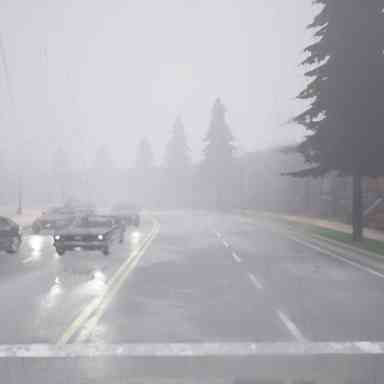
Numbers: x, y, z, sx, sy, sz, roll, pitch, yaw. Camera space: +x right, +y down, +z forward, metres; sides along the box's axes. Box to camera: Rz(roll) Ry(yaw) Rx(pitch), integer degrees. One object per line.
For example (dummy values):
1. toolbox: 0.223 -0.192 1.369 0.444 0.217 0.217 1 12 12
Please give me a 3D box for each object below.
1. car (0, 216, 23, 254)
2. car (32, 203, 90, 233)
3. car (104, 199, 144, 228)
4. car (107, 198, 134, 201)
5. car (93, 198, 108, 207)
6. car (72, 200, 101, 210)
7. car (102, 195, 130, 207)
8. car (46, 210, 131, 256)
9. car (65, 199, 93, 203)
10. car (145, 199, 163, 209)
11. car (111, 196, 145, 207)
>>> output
1. car: -7.351 1.524 10.827 1.837 1.490 4.892 0 0 -1
2. car: -7.738 1.589 19.657 1.994 1.385 4.181 0 0 -3
3. car: -4.476 1.499 22.586 1.882 1.535 5.008 0 0 -7
4. car: -6.748 1.579 32.724 2.033 1.411 5.357 0 0 -20
5. car: -15.305 1.659 52.370 4.718 1.301 1.895 0 0 42
6. car: -9.425 1.635 29.675 1.895 1.301 4.718 0 0 -18
7. car: -12.494 1.406 54.534 4.553 1.767 2.097 0 0 42
8. car: -3.898 1.616 13.420 1.895 1.301 4.718 0 0 -2
9. car: -13.699 1.539 39.159 2.128 1.511 4.902 0 0 -31
10. car: -6.009 1.639 46.929 1.895 1.301 4.718 0 0 -36
11. car: -8.648 1.519 44.595 1.882 1.535 5.008 0 0 -36
